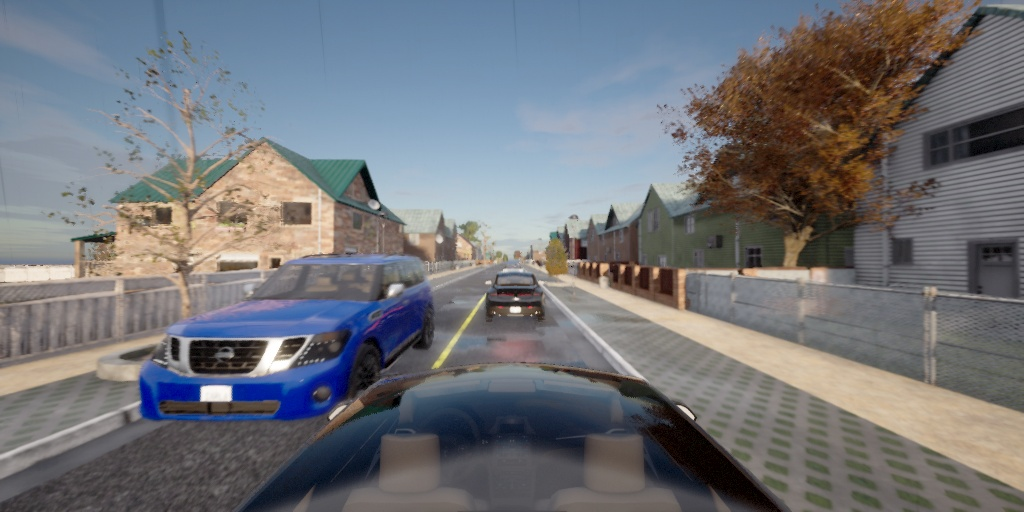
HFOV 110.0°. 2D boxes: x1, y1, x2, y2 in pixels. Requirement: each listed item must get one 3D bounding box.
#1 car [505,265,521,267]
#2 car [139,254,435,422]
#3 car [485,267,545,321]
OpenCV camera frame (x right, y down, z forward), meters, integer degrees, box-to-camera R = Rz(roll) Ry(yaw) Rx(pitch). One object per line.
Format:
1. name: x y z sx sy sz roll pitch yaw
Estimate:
1. car: 0.109 1.460 34.090 1.895 1.301 4.718 0 0 0
2. car: -2.848 0.982 6.219 2.150 2.045 5.566 0 0 0
3. car: 0.103 1.282 12.569 1.837 1.490 4.892 0 0 0
